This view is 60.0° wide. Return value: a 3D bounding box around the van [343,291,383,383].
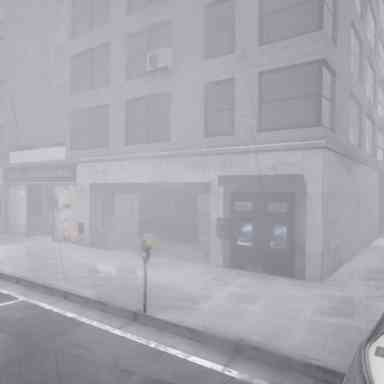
[{"bbox_3d":[2.602,1.342,1.087,3.998,1.788,1.690,0,1,36],"label":"van"}]
